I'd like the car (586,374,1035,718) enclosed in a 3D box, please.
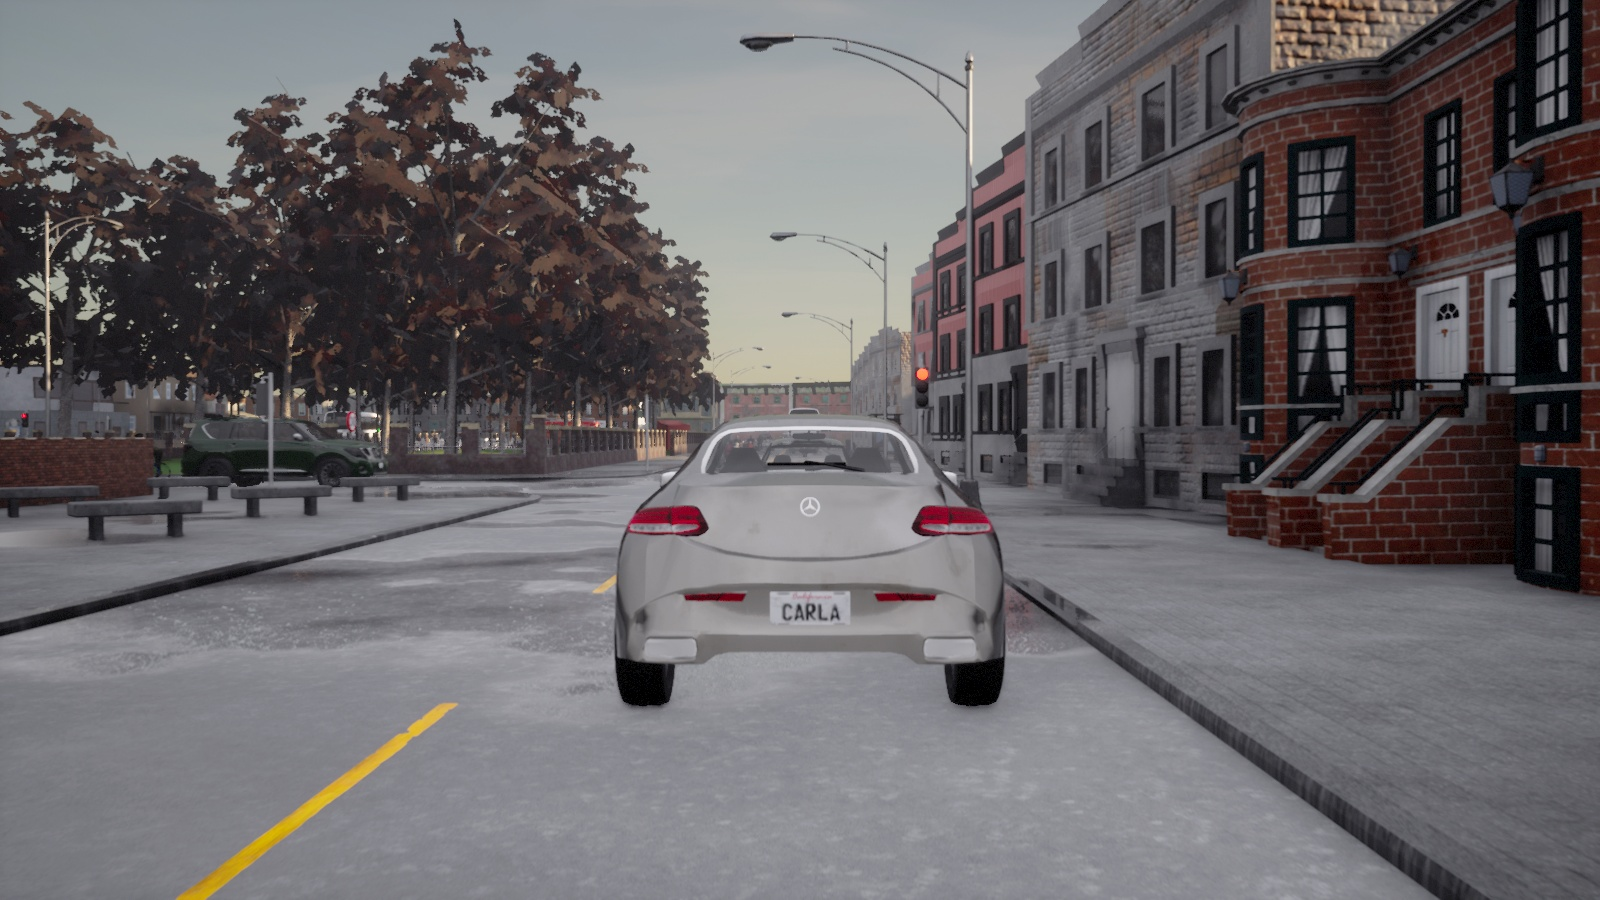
[{"bbox_3d":[0.062,0.432,8.532,2.152,1.651,5.027,0,1,0],"label":"car"}]

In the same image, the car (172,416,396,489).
[{"bbox_3d":[-14.750,0.062,36.118,5.566,2.045,2.150,0,1,1],"label":"car"}]
